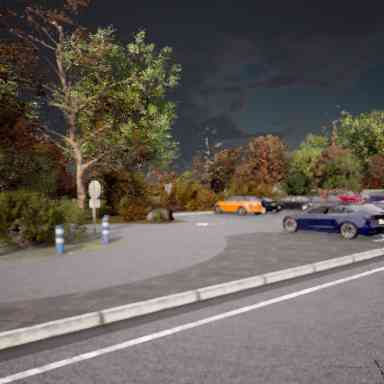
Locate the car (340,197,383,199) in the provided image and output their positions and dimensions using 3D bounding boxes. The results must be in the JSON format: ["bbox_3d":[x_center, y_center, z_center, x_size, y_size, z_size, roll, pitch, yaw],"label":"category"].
[{"bbox_3d":[11.253,1.254,19.121,2.002,1.452,4.674,-1,0,-35],"label":"car"}]

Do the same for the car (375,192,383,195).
[{"bbox_3d":[20.042,1.047,40.697,2.097,1.535,5.008,0,0,-35],"label":"car"}]

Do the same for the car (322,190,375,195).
[{"bbox_3d":[17.736,0.823,39.044,2.435,2.045,5.566,-1,0,-35],"label":"car"}]

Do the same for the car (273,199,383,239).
[{"bbox_3d":[6.618,1.290,15.886,2.163,1.488,4.792,-1,0,-35],"label":"car"}]

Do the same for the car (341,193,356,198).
[{"bbox_3d":[15.431,1.127,37.417,2.163,1.488,4.792,-1,0,-35],"label":"car"}]

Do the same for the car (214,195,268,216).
[{"bbox_3d":[3.993,1.087,29.353,2.185,1.767,4.553,-1,0,-35],"label":"car"}]

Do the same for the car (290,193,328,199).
[{"bbox_3d":[10.896,1.144,34.265,2.231,1.521,4.892,-1,0,-35],"label":"car"}]

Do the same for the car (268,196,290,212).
[{"bbox_3d":[6.185,1.190,30.930,2.097,1.535,5.008,-1,0,-35],"label":"car"}]

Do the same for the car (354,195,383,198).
[{"bbox_3d":[13.456,1.188,20.899,1.946,1.575,5.366,-1,0,-35],"label":"car"}]

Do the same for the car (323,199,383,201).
[{"bbox_3d":[8.944,1.277,17.493,2.002,1.452,4.674,-1,0,-35],"label":"car"}]

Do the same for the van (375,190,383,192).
[{"bbox_3d":[24.827,0.705,43.929,1.878,1.987,4.442,-2,1,-35],"label":"van"}]

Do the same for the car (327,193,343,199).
[{"bbox_3d":[13.123,1.150,35.790,2.163,1.488,4.792,-1,0,-35],"label":"car"}]
